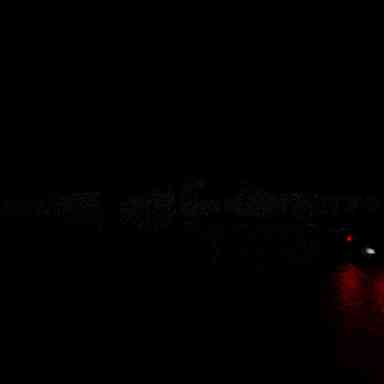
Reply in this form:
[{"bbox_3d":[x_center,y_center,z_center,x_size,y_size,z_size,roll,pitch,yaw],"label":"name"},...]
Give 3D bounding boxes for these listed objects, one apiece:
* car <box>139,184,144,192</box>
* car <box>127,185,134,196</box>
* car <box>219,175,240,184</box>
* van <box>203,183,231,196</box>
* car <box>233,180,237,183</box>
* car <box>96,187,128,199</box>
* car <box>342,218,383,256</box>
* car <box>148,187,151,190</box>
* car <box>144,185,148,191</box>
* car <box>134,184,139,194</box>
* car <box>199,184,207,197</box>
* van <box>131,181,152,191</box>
[{"bbox_3d":[-12.189,-0.391,63.664,4.792,1.488,2.163,-3,5,-12],"label":"car"},{"bbox_3d":[-12.955,0.083,57.857,4.792,1.488,2.163,-3,4,-12],"label":"car"},{"bbox_3d":[8.248,-2.446,80.642,5.566,2.045,2.435,-1,4,-11],"label":"car"},{"bbox_3d":[4.266,-0.463,57.050,4.442,1.987,1.878,-1,4,-10],"label":"van"},{"bbox_3d":[4.642,-0.729,59.958,5.566,2.045,2.435,-1,5,-10],"label":"car"},{"bbox_3d":[-13.393,0.334,54.938,4.674,1.452,2.002,-3,4,-12],"label":"car"},{"bbox_3d":[7.427,1.541,11.753,4.718,1.301,1.895,-1,0,-35],"label":"car"},{"bbox_3d":[-11.340,-0.899,69.494,5.008,1.535,2.097,-3,4,-12],"label":"car"},{"bbox_3d":[-11.722,-0.787,66.574,4.553,1.767,2.185,-3,5,-12],"label":"car"},{"bbox_3d":[-12.547,-0.310,60.751,4.553,1.767,2.185,-3,5,-12],"label":"car"},{"bbox_3d":[3.630,0.009,54.103,5.008,1.535,2.097,-1,4,-10],"label":"car"},{"bbox_3d":[-11.040,-1.356,72.354,4.442,1.987,1.878,-3,5,-12],"label":"van"}]
